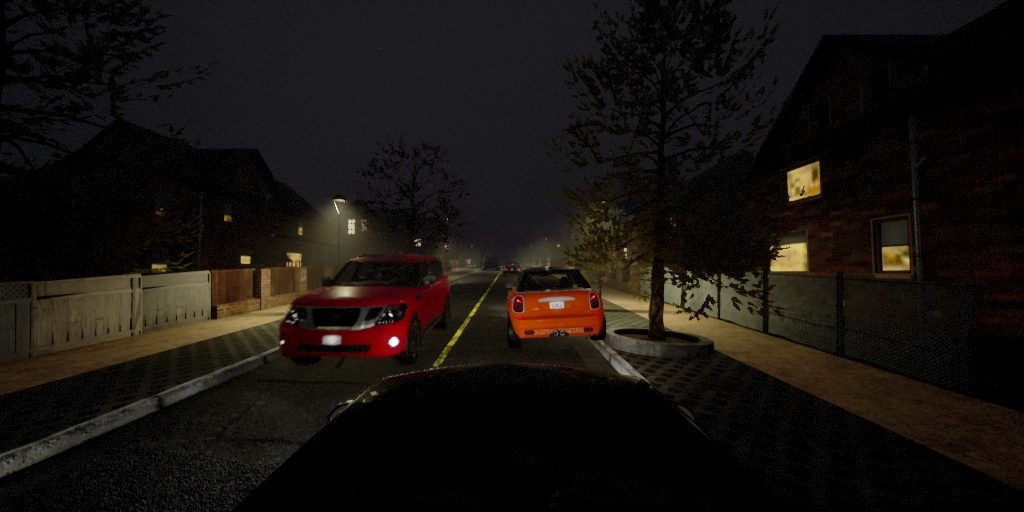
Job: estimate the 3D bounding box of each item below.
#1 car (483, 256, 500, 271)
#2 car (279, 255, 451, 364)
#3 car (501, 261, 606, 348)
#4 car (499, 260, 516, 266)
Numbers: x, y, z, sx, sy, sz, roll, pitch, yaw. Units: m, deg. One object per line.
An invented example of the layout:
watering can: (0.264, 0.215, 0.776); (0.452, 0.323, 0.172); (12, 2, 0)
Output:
car: (-2.922, 1.069, 51.023); (2.150, 2.045, 5.566); (0, 0, 0)
car: (-2.860, 0.979, 8.439); (2.150, 2.045, 5.566); (0, 0, 0)
car: (0.911, 1.060, 9.443); (2.097, 1.767, 4.553); (-3, -1, 0)
car: (0.019, 1.356, 37.097); (2.033, 1.411, 5.357); (0, 0, 0)
